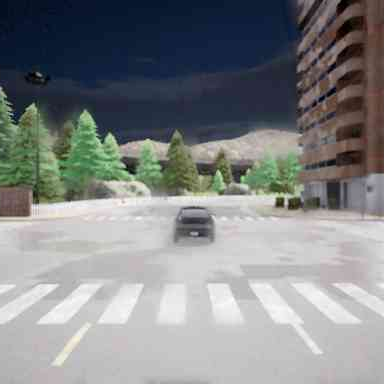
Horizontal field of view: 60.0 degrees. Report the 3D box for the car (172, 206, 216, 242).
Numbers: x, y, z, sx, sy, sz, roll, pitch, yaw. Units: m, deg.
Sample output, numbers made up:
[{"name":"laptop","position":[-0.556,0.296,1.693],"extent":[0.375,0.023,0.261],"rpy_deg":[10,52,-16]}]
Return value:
[{"name":"car","position":[0.099,1.461,16.194],"extent":[1.837,1.490,4.892],"rpy_deg":[0,0,0]}]
